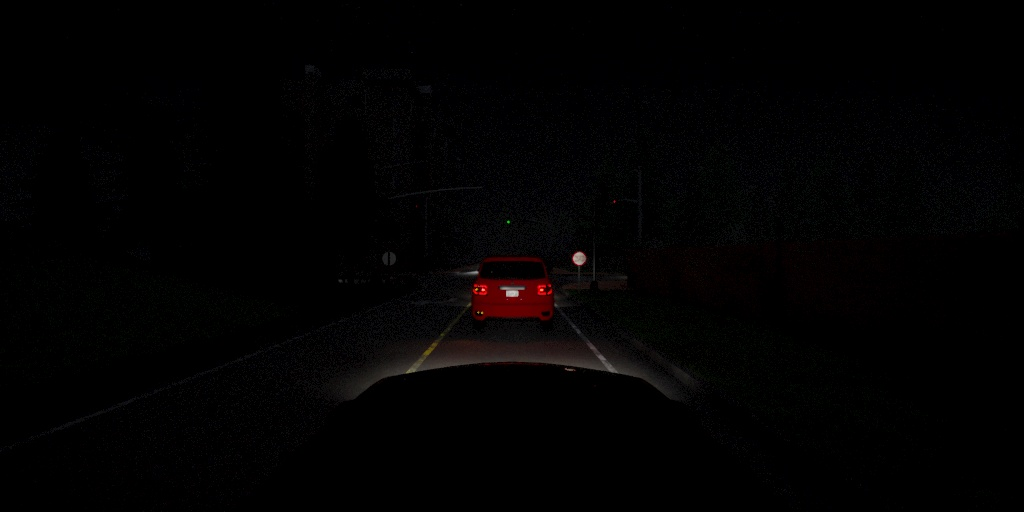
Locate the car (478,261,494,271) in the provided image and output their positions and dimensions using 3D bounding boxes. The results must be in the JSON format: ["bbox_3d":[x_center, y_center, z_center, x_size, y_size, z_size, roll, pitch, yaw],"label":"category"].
[{"bbox_3d":[-3.550,1.351,50.041,1.895,1.301,4.718,0,0,0],"label":"car"}]

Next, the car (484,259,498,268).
[{"bbox_3d":[-3.516,1.297,60.677,2.033,1.411,5.357,0,0,0],"label":"car"}]

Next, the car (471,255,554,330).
[{"bbox_3d":[0.056,0.973,11.217,2.150,2.045,5.566,0,0,1],"label":"car"}]
